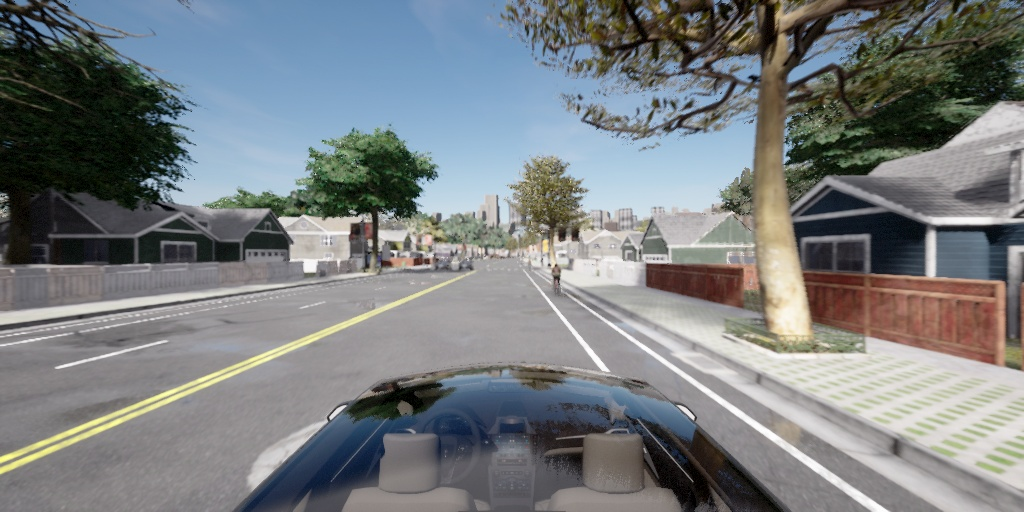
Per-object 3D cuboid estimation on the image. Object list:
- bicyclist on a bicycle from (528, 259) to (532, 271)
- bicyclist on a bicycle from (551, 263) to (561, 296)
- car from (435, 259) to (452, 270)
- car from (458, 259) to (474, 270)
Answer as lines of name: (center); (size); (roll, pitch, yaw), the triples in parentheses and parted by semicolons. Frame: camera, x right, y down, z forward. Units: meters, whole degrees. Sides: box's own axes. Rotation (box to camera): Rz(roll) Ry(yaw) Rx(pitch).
bicyclist on a bicycle: (2.284, 1.199, 46.245); (0.582, 1.620, 1.656); (0, 0, 0)
bicyclist on a bicycle: (2.264, 1.203, 18.243); (0.582, 1.620, 1.656); (0, 0, 0)
car: (-9.713, 1.241, 51.150); (2.128, 1.511, 4.902); (0, 0, 0)
car: (-6.464, 1.238, 51.013); (2.128, 1.511, 4.902); (0, 0, 0)
